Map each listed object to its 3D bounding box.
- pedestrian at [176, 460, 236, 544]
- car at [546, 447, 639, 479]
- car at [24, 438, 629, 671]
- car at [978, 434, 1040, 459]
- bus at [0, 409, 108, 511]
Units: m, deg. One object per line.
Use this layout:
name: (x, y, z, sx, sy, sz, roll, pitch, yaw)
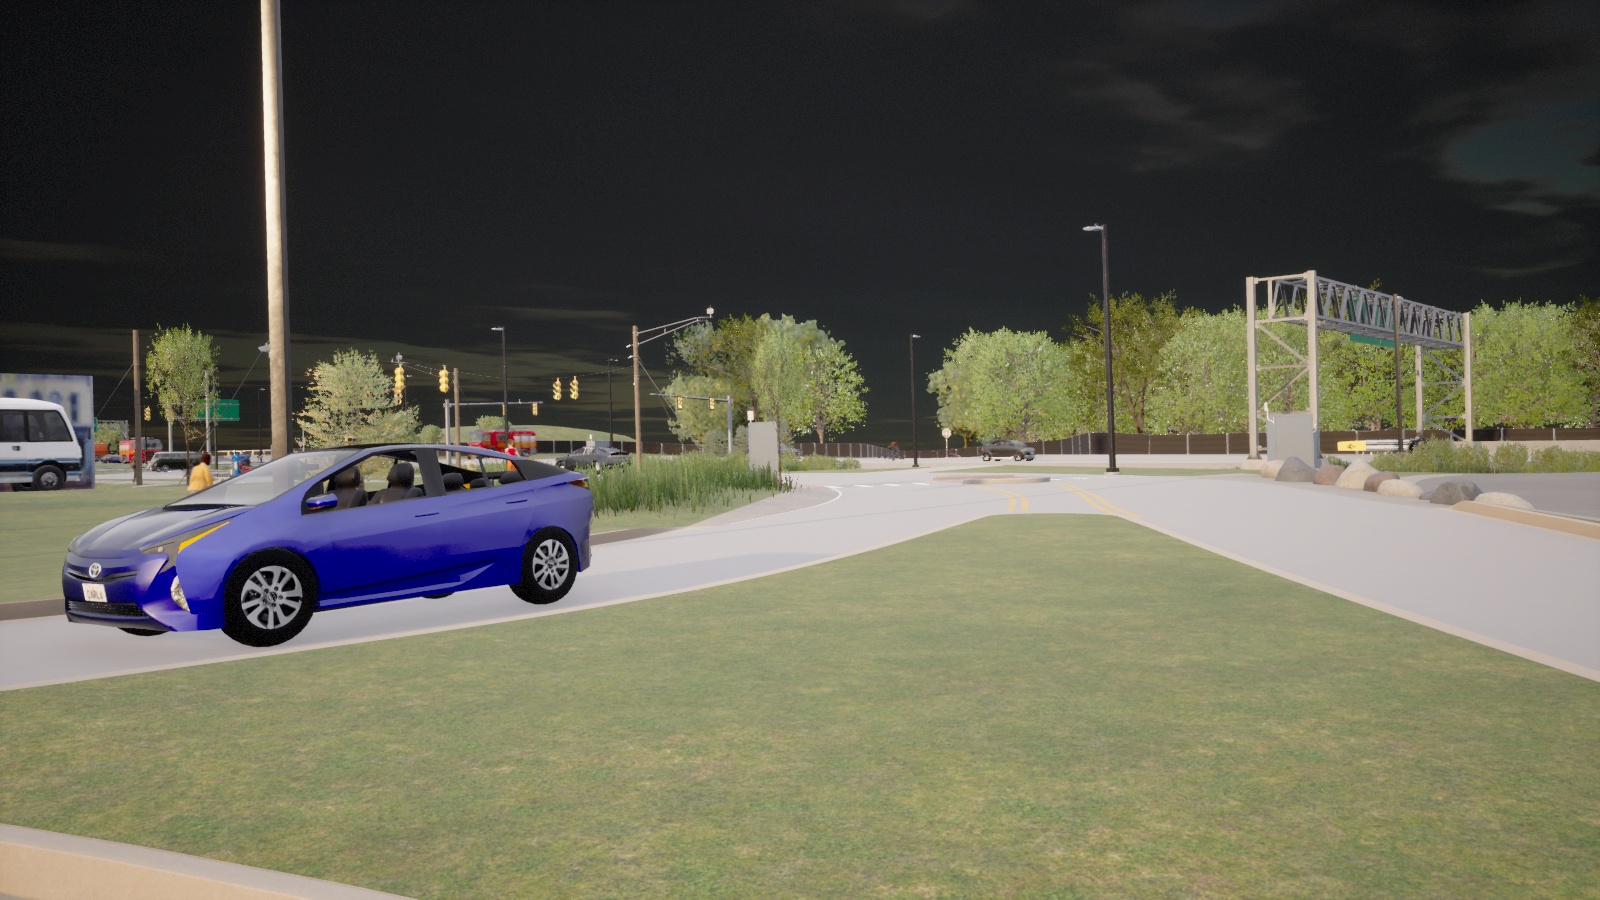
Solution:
pedestrian: (-13.713, 1.198, 28.979, 0.874, 1.855, 0.900, -4, -1, 40)
car: (-10.968, 0.716, 66.253, 4.902, 1.511, 2.128, -2, 0, 41)
car: (-3.810, 0.737, 10.917, 2.007, 1.525, 4.514, -3, -1, 35)
car: (14.272, -0.231, 85.769, 3.705, 1.549, 1.789, -2, 0, 41)
bus: (-35.743, 0.539, 53.303, 3.944, 4.253, 10.273, -4, -1, 41)
